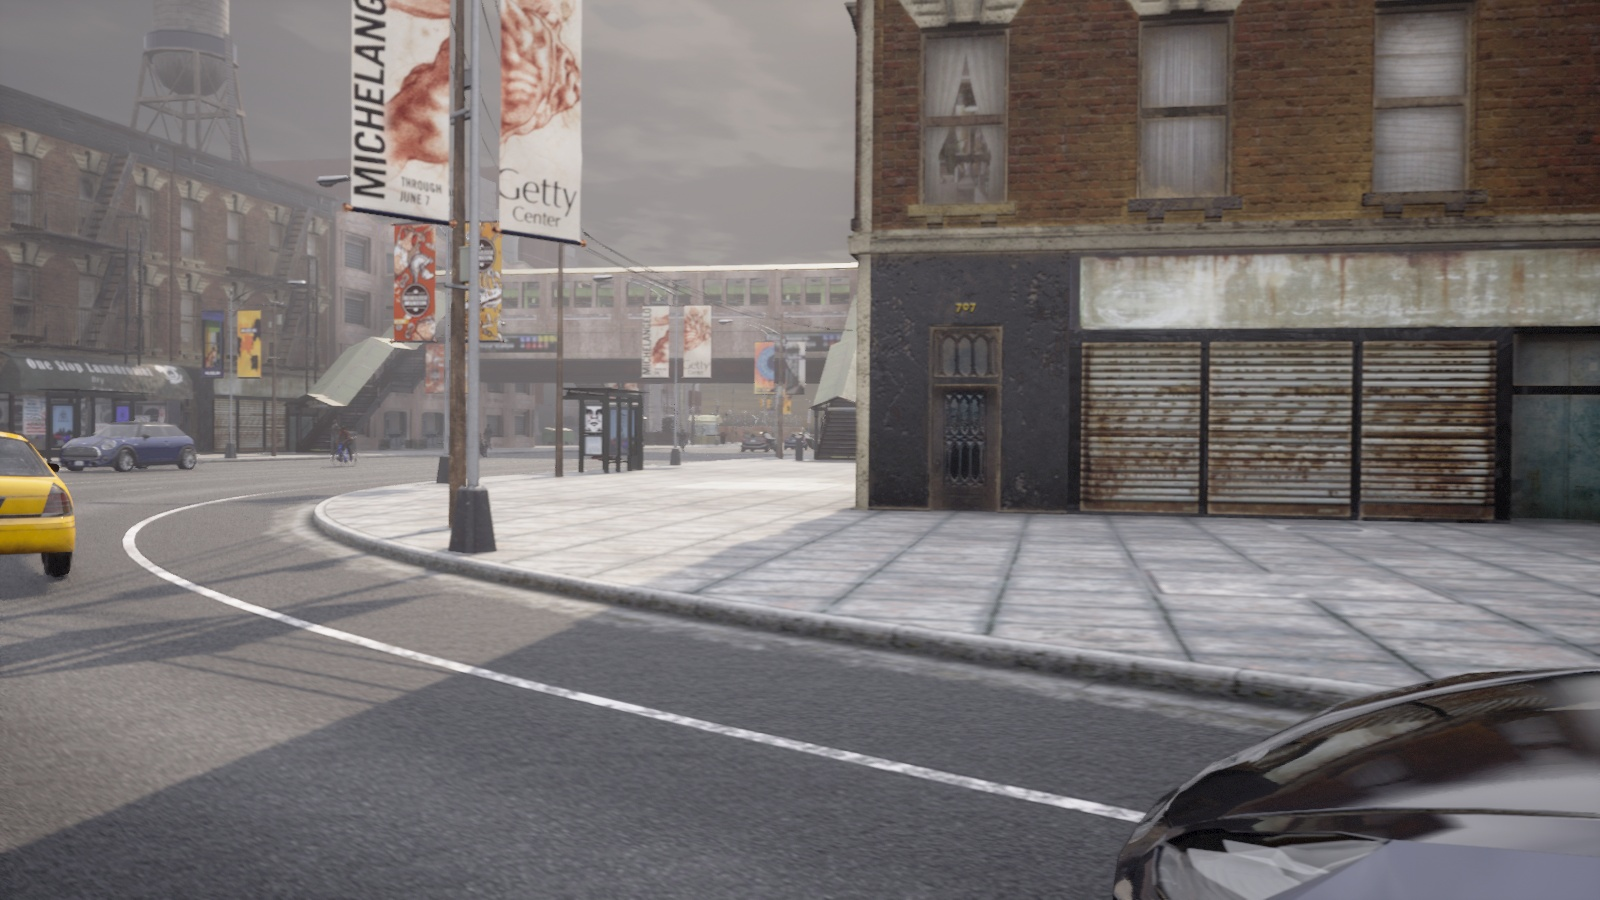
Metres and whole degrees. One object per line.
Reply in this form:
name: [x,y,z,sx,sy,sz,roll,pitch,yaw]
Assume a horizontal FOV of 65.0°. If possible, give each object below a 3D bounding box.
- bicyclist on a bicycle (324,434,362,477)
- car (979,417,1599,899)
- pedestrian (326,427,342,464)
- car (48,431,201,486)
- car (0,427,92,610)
bicyclist on a bicycle: [-17.787,0.207,48.899,0.582,1.620,1.656,0,1,12]
car: [2.898,0.685,1.670,4.792,1.488,2.163,0,1,32]
pedestrian: [-23.905,-0.236,64.417,0.402,1.930,0.666,0,1,21]
car: [-22.720,0.238,42.451,2.097,1.767,4.553,0,1,12]
car: [-8.631,0.579,12.889,1.801,1.575,5.366,-1,1,-35]
